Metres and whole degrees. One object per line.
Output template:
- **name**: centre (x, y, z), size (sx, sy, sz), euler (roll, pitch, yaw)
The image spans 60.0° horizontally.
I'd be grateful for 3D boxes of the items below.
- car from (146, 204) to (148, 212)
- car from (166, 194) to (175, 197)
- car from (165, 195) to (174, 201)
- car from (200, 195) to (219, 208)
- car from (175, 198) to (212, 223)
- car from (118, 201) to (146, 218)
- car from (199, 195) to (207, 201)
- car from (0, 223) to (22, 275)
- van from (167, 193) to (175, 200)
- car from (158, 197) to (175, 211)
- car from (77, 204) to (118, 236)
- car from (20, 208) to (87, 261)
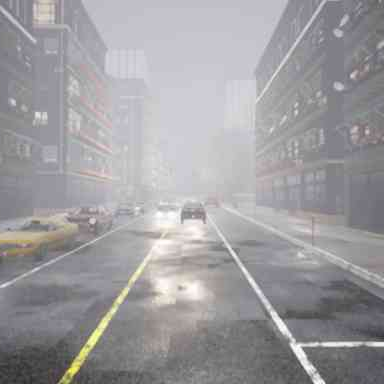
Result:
- **car**: centre (-5.641, 1.566, 35.236), size (1.802, 1.307, 4.206), euler (1, 0, 0)
- **car**: centre (-5.671, 1.562, 79.164), size (1.802, 1.307, 4.206), euler (1, 0, 0)
- **car**: centre (-5.670, 1.563, 84.701), size (1.802, 1.307, 4.206), euler (1, 0, 0)
- **car**: centre (2.711, 1.295, 46.665), size (2.192, 1.841, 5.009), euler (1, 0, 0)
- **car**: centre (0.102, 1.478, 25.164), size (2.128, 1.511, 4.902), euler (0, 0, 0)
- **car**: centre (-5.641, 1.537, 29.551), size (2.008, 1.369, 4.403), euler (1, 0, 0)
- **car**: centre (2.710, 1.506, 84.865), size (1.752, 1.417, 4.829), euler (1, 0, 0)
- **car**: centre (-5.643, 1.563, 6.812), size (1.947, 1.339, 4.313), euler (1, 0, 0)
- **van**: centre (-5.665, 1.323, 90.240), size (1.690, 1.788, 3.998), euler (1, 0, 0)
- **car**: centre (-3.024, 1.583, 40.229), size (1.895, 1.301, 4.718), euler (0, 0, 1)
- **car**: centre (-5.640, 1.431, 18.182), size (1.967, 1.590, 4.097), euler (1, 0, 0)
- **car**: centre (-5.642, 1.519, 12.326), size (1.752, 1.417, 4.829), euler (1, 0, 0)
